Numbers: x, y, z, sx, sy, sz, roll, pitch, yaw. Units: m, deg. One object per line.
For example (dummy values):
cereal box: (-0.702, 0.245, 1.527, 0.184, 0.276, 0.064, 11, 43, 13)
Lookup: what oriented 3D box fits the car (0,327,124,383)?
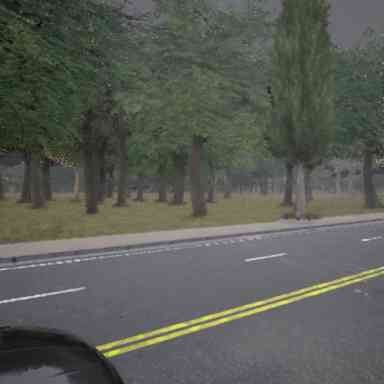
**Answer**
car: (-2.674, 1.494, 1.533, 4.902, 1.511, 2.128, 0, 0, -35)
